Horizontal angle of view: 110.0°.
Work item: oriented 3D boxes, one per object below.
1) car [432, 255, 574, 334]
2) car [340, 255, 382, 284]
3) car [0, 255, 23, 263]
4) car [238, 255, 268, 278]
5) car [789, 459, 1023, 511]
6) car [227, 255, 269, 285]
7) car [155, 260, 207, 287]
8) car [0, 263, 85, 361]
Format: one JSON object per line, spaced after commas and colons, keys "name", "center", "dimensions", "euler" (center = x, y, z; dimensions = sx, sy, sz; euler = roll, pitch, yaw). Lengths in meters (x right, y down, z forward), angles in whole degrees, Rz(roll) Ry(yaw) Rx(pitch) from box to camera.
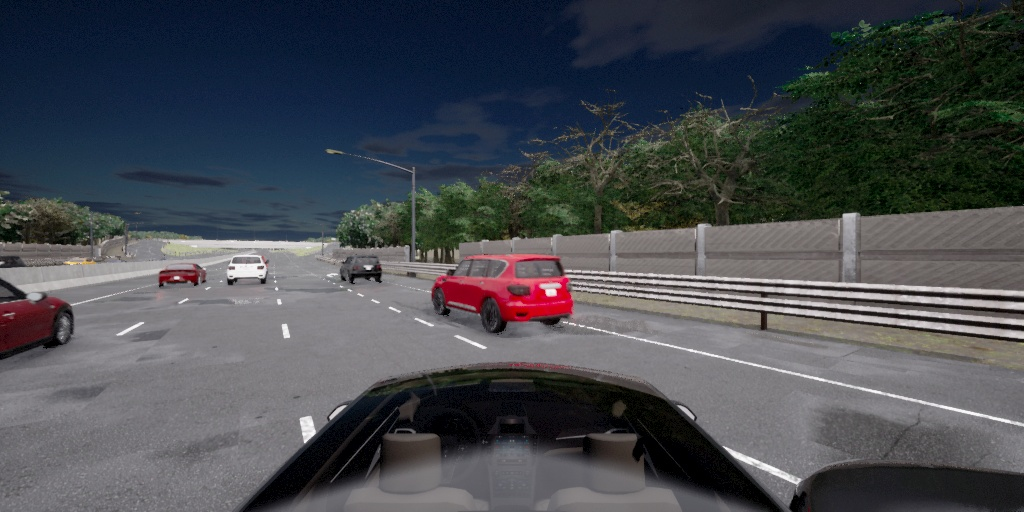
{"name": "car", "center": [-0.557, 0.973, 11.017], "dimensions": [2.150, 2.045, 5.566], "euler": [0, 0, -34]}
{"name": "car", "center": [-11.511, 0.961, 27.222], "dimensions": [2.150, 2.045, 5.566], "euler": [0, 0, -34]}
{"name": "car", "center": [-34.404, 0.948, 23.279], "dimensions": [2.150, 2.045, 5.566], "euler": [0, 0, -34]}
{"name": "car", "center": [-25.292, 0.946, 35.201], "dimensions": [2.150, 2.045, 5.566], "euler": [0, 0, -34]}
{"name": "car", "center": [2.984, 1.315, 0.521], "dimensions": [4.181, 1.385, 1.994], "euler": [0, 0, 34]}
{"name": "car", "center": [-19.289, 0.957, 26.244], "dimensions": [2.150, 2.045, 5.566], "euler": [0, 0, -34]}
{"name": "car", "center": [-22.214, 1.212, 24.319], "dimensions": [1.882, 1.535, 5.008], "euler": [0, 0, -34]}
{"name": "car", "center": [-9.968, 1.098, 6.195], "dimensions": [2.097, 1.767, 4.553], "euler": [0, 0, -34]}
